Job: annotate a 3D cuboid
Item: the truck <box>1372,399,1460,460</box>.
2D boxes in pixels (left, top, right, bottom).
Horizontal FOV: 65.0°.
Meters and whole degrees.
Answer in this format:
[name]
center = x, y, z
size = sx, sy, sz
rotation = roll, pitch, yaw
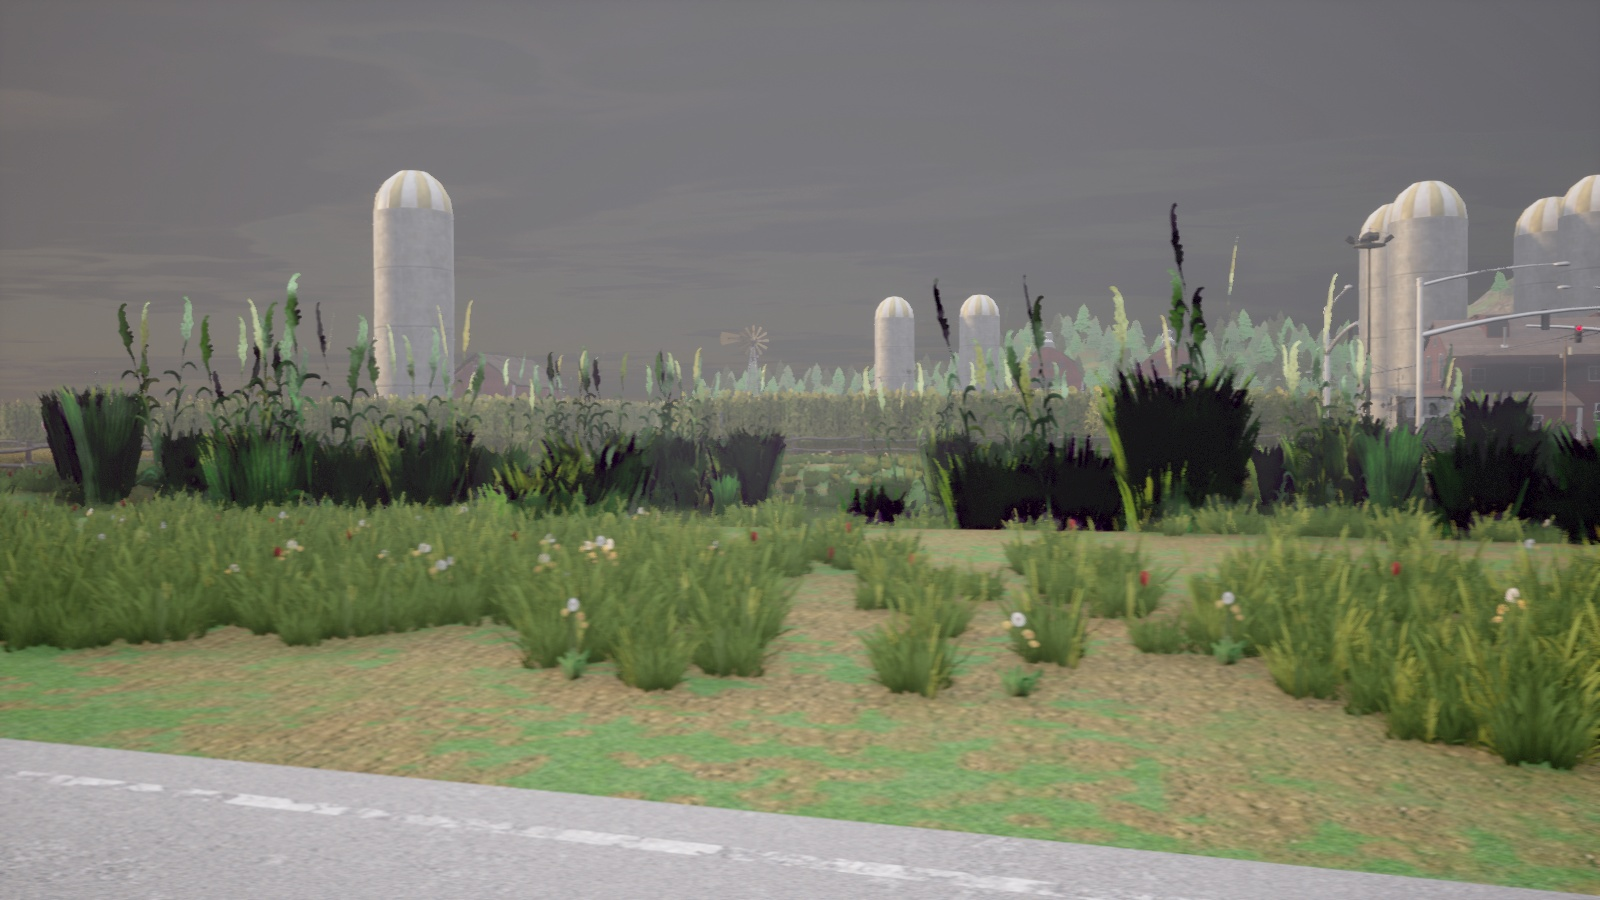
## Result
[truck]
center = 36.506, -1.227, 74.712
size = 2.891, 3.462, 7.936
rotation = 0, 1, 12
